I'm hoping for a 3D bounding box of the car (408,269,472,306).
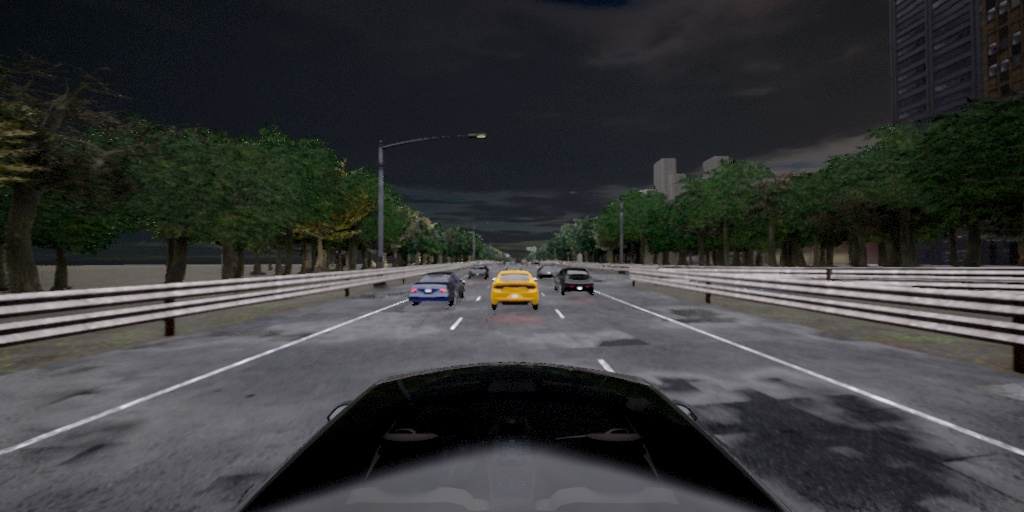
[{"bbox_3d":[-3.373,1.480,17.006,2.033,1.411,5.357,0,-1,0],"label":"car"}]

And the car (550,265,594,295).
[{"bbox_3d":[3.637,1.480,21.612,1.837,1.490,4.892,0,0,0],"label":"car"}]

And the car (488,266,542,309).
[{"bbox_3d":[0.121,1.401,16.121,1.882,1.535,5.008,0,-1,0],"label":"car"}]

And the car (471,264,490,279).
[{"bbox_3d":[-3.331,1.575,37.093,2.128,1.511,4.902,0,0,0],"label":"car"}]

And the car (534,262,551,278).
[{"bbox_3d":[3.671,1.652,37.736,1.994,1.385,4.181,0,0,0],"label":"car"}]

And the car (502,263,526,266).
[{"bbox_3d":[0.167,1.674,35.433,1.895,1.301,4.718,0,0,0],"label":"car"}]
